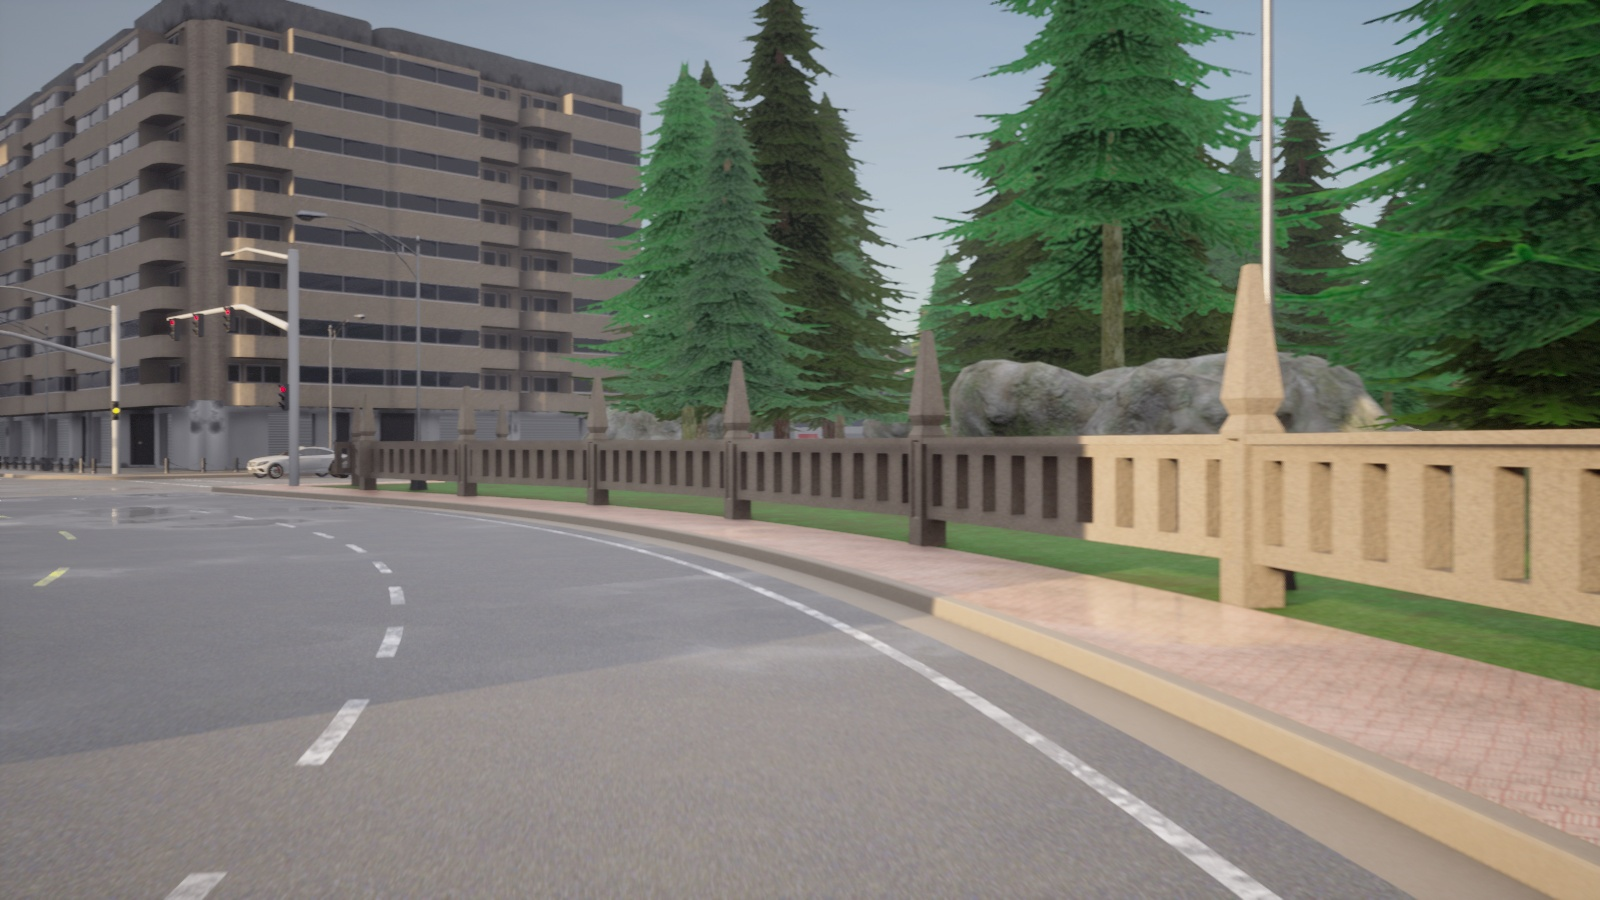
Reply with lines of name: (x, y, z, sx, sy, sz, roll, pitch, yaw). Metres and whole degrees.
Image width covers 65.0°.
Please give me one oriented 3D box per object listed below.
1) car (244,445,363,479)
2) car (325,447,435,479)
car: (-22.509, 0.513, 57.011, 4.674, 1.442, 1.812, 0, 0, -45)
car: (-18.664, 0.556, 55.910, 1.994, 1.385, 4.181, 0, 0, 44)
